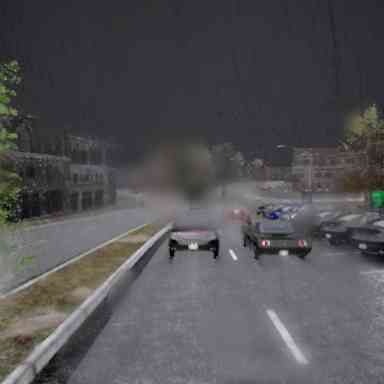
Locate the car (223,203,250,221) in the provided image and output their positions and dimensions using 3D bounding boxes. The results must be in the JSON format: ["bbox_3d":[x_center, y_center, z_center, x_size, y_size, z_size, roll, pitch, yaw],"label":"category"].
[{"bbox_3d":[3.730,1.730,28.325,2.097,1.767,4.553,0,-1,4],"label":"car"}]

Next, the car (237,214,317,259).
[{"bbox_3d":[3.102,1.759,13.224,1.895,1.301,4.718,0,-1,2],"label":"car"}]

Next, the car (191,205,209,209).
[{"bbox_3d":[0.745,1.864,28.650,2.128,1.511,4.902,0,-1,4],"label":"car"}]

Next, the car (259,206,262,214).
[{"bbox_3d":[8.853,1.944,29.801,4.674,1.452,2.002,1,-1,-15],"label":"car"}]

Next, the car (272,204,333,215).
[{"bbox_3d":[8.528,1.681,23.920,4.553,1.767,2.185,1,-1,-17],"label":"car"}]

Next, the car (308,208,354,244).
[{"bbox_3d":[8.160,1.670,15.058,4.892,1.521,2.231,1,-1,-18],"label":"car"}]

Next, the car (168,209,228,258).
[{"bbox_3d":[0.115,1.651,13.560,2.128,1.511,4.902,0,-1,2],"label":"car"}]

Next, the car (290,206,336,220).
[{"bbox_3d":[8.241,1.714,18.013,4.892,1.521,2.231,1,-1,-18],"label":"car"}]

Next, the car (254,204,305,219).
[{"bbox_3d":[9.347,2.037,35.704,4.792,1.488,2.163,1,-1,-15],"label":"car"}]

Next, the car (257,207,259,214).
[{"bbox_3d":[9.063,1.955,32.752,4.892,1.521,2.231,1,-1,-15],"label":"car"}]

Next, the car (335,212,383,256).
[{"bbox_3d":[8.104,1.628,12.100,4.892,1.521,2.231,1,-1,-19],"label":"car"}]

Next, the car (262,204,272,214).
[{"bbox_3d":[8.654,1.853,26.859,5.008,1.535,2.097,1,-1,-16],"label":"car"}]
